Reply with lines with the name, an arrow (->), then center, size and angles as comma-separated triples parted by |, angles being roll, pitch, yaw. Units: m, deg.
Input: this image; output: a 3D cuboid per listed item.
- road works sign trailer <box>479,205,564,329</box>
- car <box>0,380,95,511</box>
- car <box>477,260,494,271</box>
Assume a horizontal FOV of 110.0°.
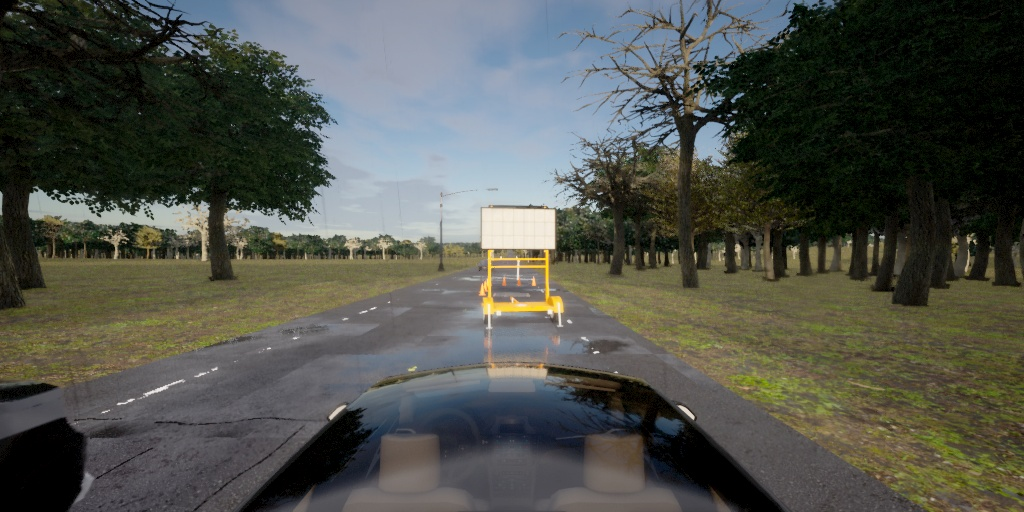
road works sign trailer -> 0.182, 0.211, 11.364 | 2.380, 3.560, 2.880 | 0, 0, -8
car -> -3.598, 1.242, 0.156 | 2.128, 1.511, 4.902 | 0, 0, 0
car -> -3.564, 1.287, 48.446 | 1.837, 1.490, 4.892 | 0, 0, 0
